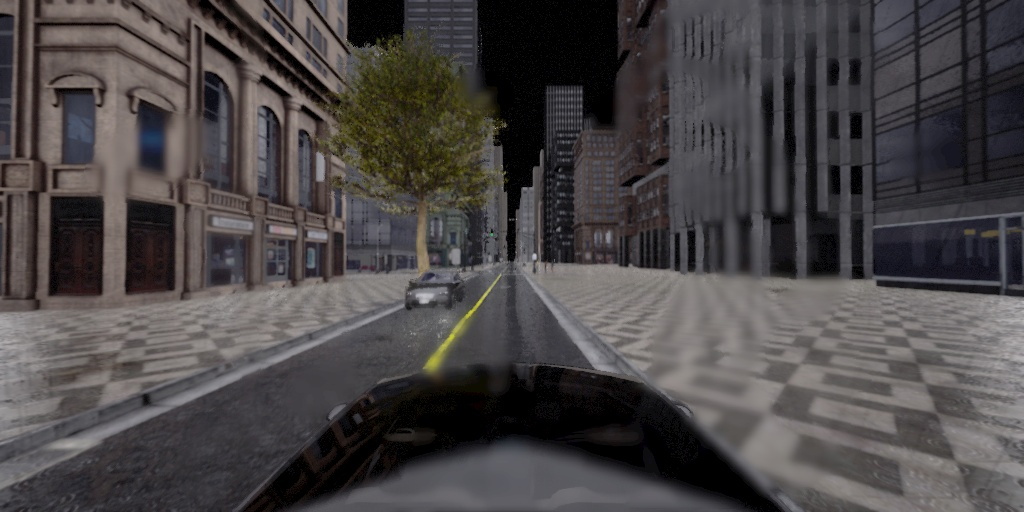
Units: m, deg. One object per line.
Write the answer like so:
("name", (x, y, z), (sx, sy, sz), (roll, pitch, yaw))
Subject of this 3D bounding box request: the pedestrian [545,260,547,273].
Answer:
("pedestrian", (4.624, 1.406, 49.180), (0.375, 1.860, 0.375), (0, -1, 0))

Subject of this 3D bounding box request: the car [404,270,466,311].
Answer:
("car", (-3.102, 1.378, 15.270), (2.128, 1.511, 4.902), (0, -1, 0))

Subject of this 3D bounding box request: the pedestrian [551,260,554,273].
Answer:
("pedestrian", (5.624, 1.404, 49.780), (0.375, 1.860, 0.375), (0, -1, 0))

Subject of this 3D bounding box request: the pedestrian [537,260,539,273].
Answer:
("pedestrian", (3.624, 1.425, 50.379), (0.375, 1.860, 0.375), (0, -1, 0))
